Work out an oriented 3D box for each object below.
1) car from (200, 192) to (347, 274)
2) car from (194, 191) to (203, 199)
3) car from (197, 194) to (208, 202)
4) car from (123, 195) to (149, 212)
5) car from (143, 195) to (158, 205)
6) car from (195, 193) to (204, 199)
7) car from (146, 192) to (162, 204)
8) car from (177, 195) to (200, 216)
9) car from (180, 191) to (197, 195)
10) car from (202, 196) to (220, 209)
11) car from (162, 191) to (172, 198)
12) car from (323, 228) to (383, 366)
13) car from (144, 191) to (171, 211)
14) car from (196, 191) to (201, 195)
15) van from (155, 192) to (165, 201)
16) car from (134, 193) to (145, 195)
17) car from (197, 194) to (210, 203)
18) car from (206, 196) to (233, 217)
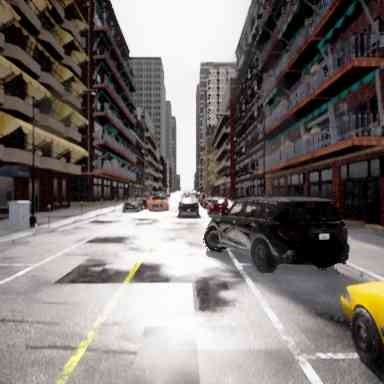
[{"bbox_3d":[2.331,1.151,10.622,2.150,2.045,5.566,0,0,-19],"label":"car"},{"bbox_3d":[1.665,0.726,84.782,2.192,1.841,5.009,1,0,-1],"label":"car"},{"bbox_3d":[1.932,1.093,62.793,1.752,1.417,4.829,1,0,-1],"label":"car"},{"bbox_3d":[-6.105,1.315,34.768,2.008,1.369,4.403,1,0,-1],"label":"car"},{"bbox_3d":[-6.307,1.174,51.218,1.752,1.417,4.829,1,0,-1],"label":"car"},{"bbox_3d":[1.729,0.995,79.243,1.887,1.381,4.507,1,0,-1],"label":"car"},{"bbox_3d":[-6.373,0.923,56.926,2.192,1.841,5.009,1,0,-1],"label":"car"},{"bbox_3d":[-0.291,1.288,30.171,2.128,1.511,4.902,0,1,0],"label":"car"},{"bbox_3d":[-0.510,0.890,48.587,2.150,2.045,5.566,0,1,-1],"label":"car"},{"bbox_3d":[2.207,1.269,40.465,1.887,1.381,4.507,1,0,-1],"label":"car"},{"bbox_3d":[-6.783,0.687,90.166,2.192,1.841,5.009,1,0,-1],"label":"car"},{"bbox_3d":[3.117,1.438,2.748,1.801,1.575,5.366,0,0,-1],"label":"car"},{"bbox_3d":[-3.536,1.108,35.915,2.097,1.767,4.553,0,0,-1],"label":"car"},{"bbox_3d":[2.142,1.001,46.002,2.192,1.841,5.009,1,0,-1],"label":"car"},{"bbox_3d":[-6.510,0.871,68.006,1.690,1.788,3.998,1,0,-1],"label":"van"},{"bbox_3d":[-6.168,1.040,40.307,2.192,1.841,5.009,1,0,-1],"label":"car"},{"bbox_3d":[2.001,1.158,57.084,2.008,1.369,4.403,1,0,-1],"label":"car"},{"bbox_3d":[2.345,1.241,29.383,1.967,1.590,4.097,1,0,-1],"label":"car"}]
